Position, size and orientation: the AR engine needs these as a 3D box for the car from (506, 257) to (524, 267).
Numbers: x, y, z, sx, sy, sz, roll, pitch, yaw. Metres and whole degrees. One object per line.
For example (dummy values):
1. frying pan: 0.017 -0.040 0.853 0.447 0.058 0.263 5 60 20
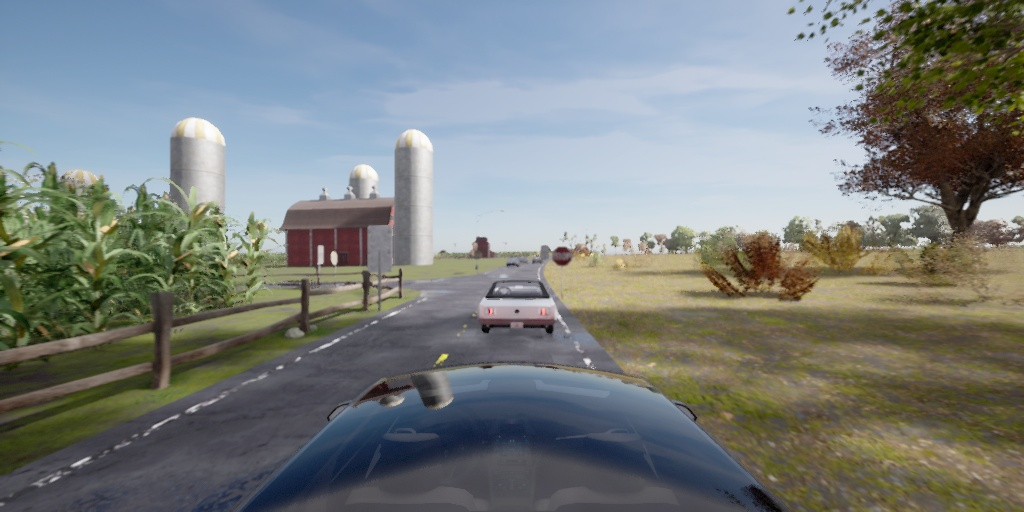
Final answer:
1. car: 0.236 0.978 55.334 2.033 1.411 5.357 0 0 7

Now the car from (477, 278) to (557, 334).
1. car: 0.182 1.302 10.488 1.895 1.301 4.718 0 0 2
